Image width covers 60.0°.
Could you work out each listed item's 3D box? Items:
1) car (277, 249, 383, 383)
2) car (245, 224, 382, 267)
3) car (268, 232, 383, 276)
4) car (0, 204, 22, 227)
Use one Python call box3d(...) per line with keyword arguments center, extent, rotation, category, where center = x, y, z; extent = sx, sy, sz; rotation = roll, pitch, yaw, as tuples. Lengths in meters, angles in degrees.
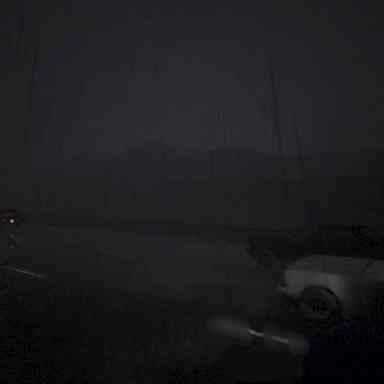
box3d(center=(3.150, 1.474, 1.746), extent=(5.008, 1.535, 1.882), rotation=(0, 0, 36), category="car")
box3d(center=(3.993, 1.606, 9.748), extent=(4.718, 1.301, 1.895), rotation=(0, 0, 36), category="car")
box3d(center=(3.917, 1.600, 5.498), extent=(4.718, 1.301, 1.895), rotation=(0, 0, 36), category="car")
box3d(center=(-13.132, 1.560, 22.012), extent=(4.892, 1.490, 1.837), rotation=(0, 0, 35), category="car")
